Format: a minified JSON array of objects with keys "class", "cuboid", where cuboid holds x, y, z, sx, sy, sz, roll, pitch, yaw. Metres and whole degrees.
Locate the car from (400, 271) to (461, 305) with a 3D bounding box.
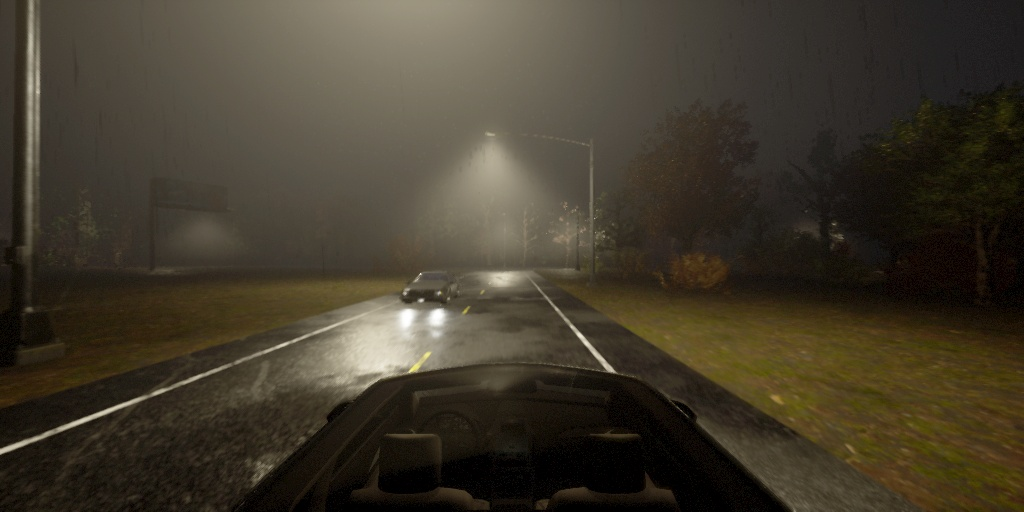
[{"class":"car","cuboid":[-3.597,1.398,16.864,2.033,1.411,5.357,0,0,0]}]
